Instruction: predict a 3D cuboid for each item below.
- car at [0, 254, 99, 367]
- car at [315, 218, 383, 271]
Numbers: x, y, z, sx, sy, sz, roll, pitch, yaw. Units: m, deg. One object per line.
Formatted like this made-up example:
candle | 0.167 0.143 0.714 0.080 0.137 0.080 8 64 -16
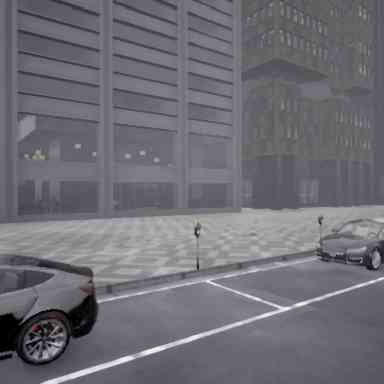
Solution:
car | -3.390 1.565 4.234 4.313 1.339 1.947 0 0 -35
car | 5.794 1.549 10.785 4.403 1.369 2.008 0 0 -35
